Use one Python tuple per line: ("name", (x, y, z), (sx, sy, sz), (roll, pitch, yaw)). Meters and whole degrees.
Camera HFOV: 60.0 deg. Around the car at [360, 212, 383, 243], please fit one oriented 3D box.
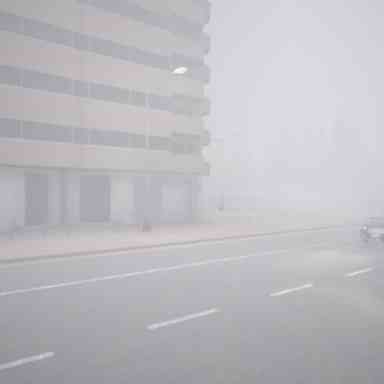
("car", (9.452, 1.523, 14.931), (4.902, 1.511, 2.128), (0, 0, -35))
